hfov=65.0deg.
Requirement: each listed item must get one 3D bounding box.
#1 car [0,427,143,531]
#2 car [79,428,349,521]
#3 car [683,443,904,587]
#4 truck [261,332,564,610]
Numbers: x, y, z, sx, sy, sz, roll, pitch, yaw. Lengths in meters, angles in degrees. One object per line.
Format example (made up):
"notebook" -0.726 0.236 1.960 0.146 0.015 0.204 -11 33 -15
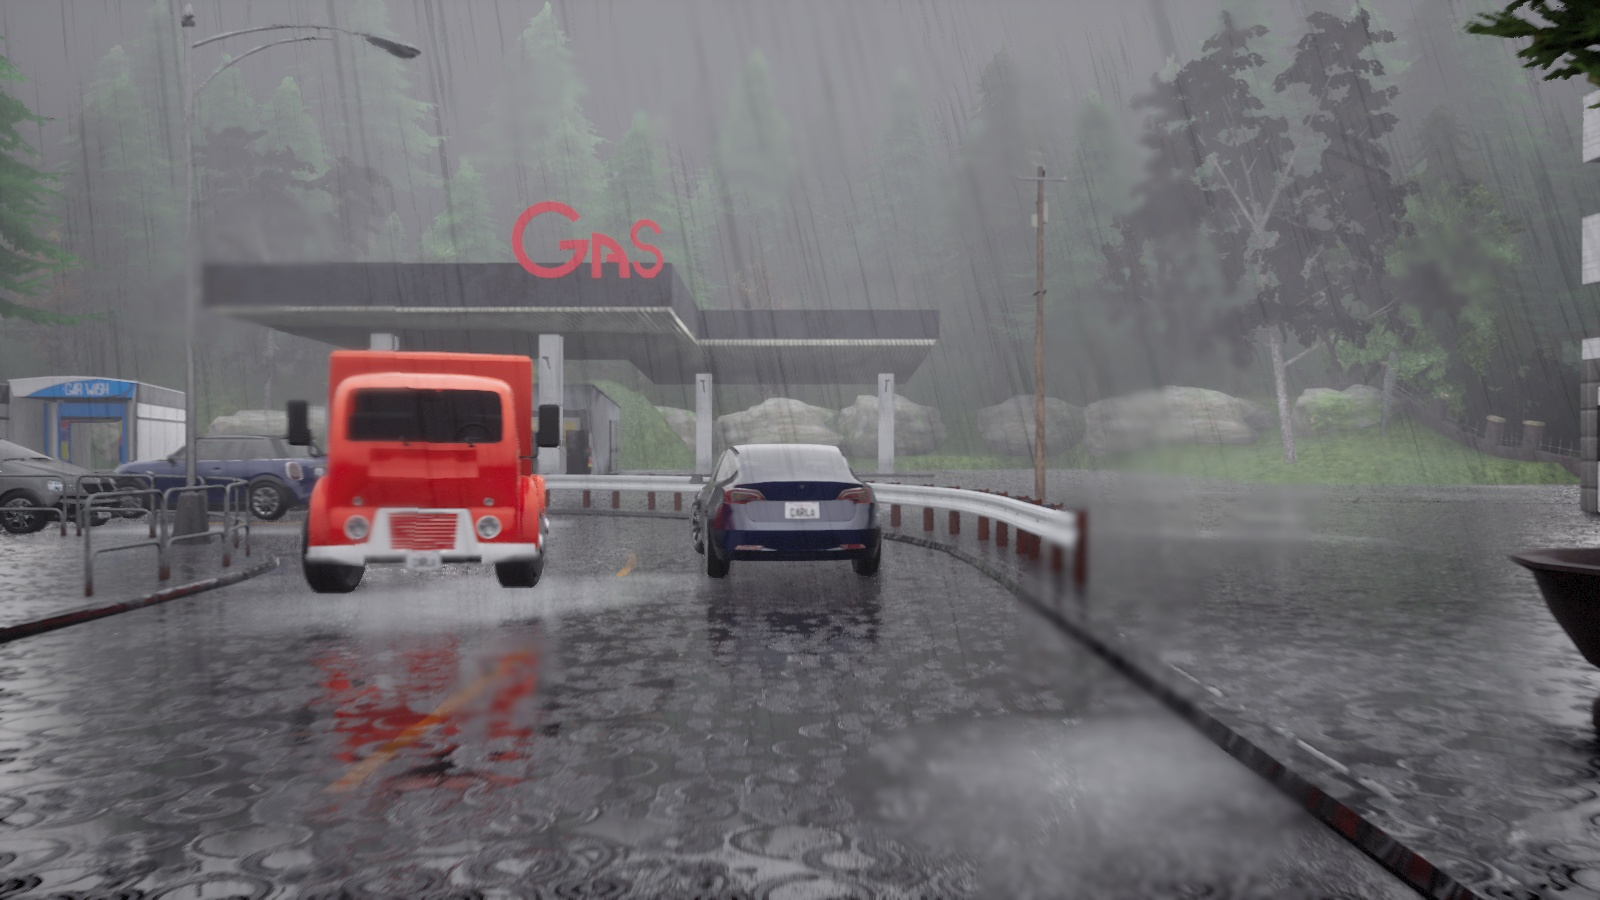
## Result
"car" -14.062 0.459 21.365 4.611 1.667 2.242 0 0 0
"car" -11.694 0.454 25.203 4.553 1.767 2.097 0 0 11
"car" -0.278 0.660 15.468 2.163 1.488 4.792 0 0 -7
"truck" -4.098 0.177 13.959 2.627 2.467 5.204 0 0 -14
